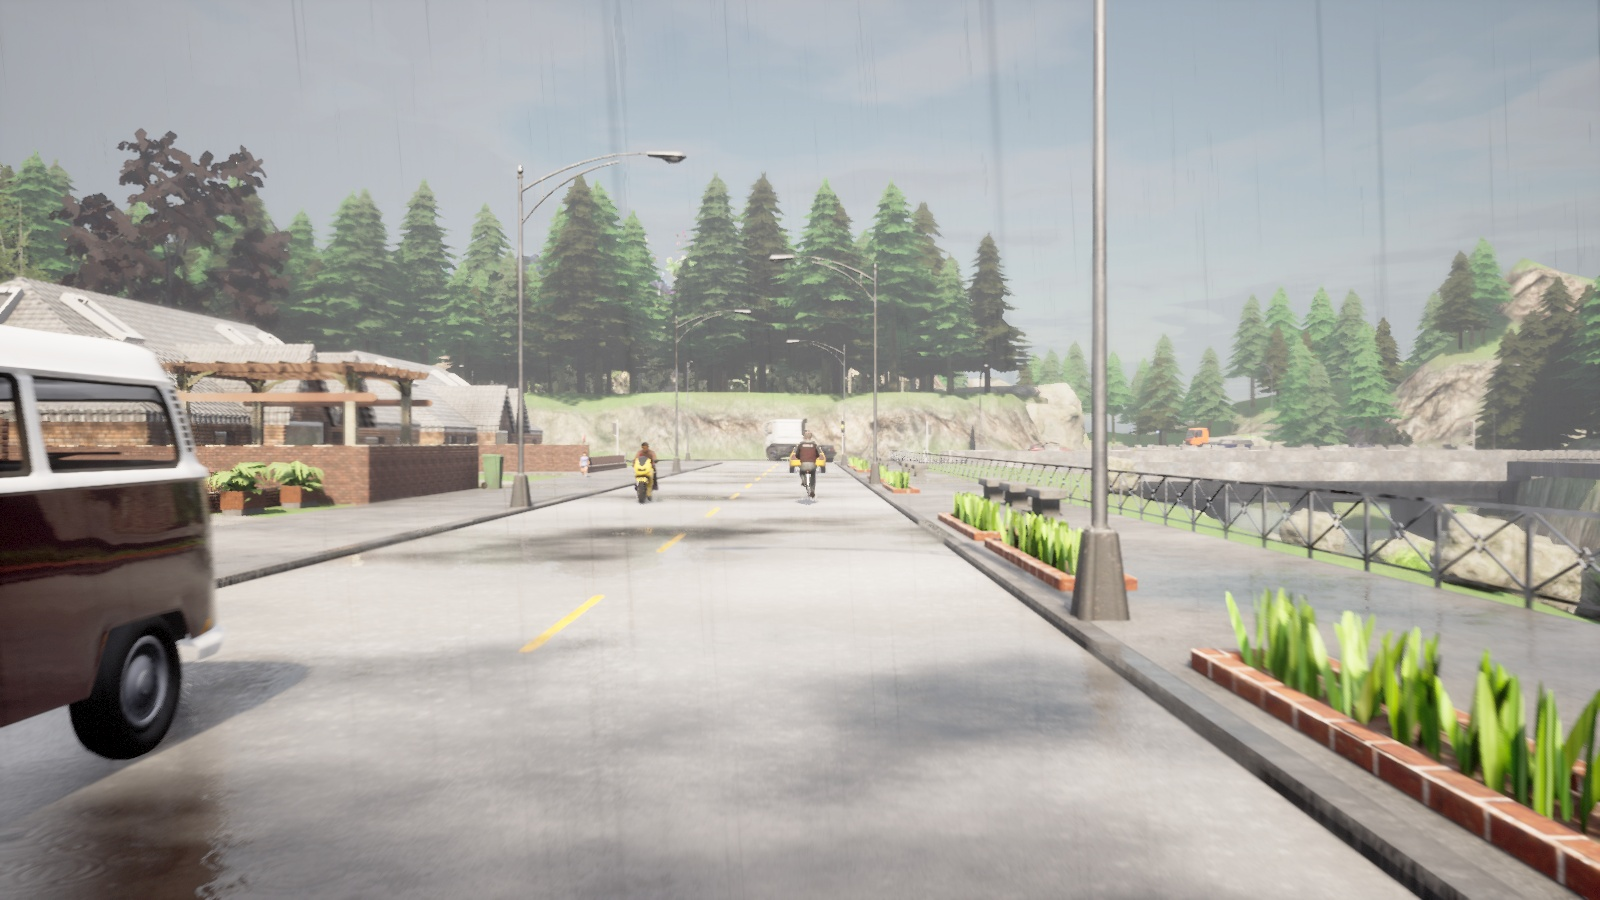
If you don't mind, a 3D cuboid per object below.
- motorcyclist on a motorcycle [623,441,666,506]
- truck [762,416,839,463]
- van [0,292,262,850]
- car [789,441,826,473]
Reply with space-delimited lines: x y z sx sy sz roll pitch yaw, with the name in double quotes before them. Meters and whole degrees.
"motorcyclist on a motorcycle" -3.808 0.552 30.840 0.797 1.523 2.044 0 0 0
"truck" -0.046 -0.787 97.755 2.891 3.462 7.936 0 0 -24
"van" -3.959 0.441 4.555 2.069 2.038 4.480 0 0 0
"car" 0.384 0.325 63.933 1.801 1.575 5.366 0 0 0
